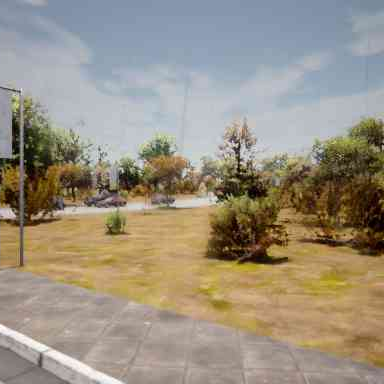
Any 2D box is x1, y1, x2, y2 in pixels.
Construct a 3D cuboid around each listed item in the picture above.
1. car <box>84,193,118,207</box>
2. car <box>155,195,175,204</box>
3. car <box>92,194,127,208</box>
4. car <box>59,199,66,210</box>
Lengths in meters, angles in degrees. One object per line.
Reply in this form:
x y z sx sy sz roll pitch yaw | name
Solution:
-13.579 1.153 50.657 2.150 2.045 5.566 0 1 39 | car
-4.933 1.302 55.817 2.128 1.511 4.902 0 1 39 | car
-11.451 1.466 47.708 1.812 1.442 4.674 0 0 38 | car
-17.695 1.347 39.941 2.097 1.767 4.553 0 0 39 | car
